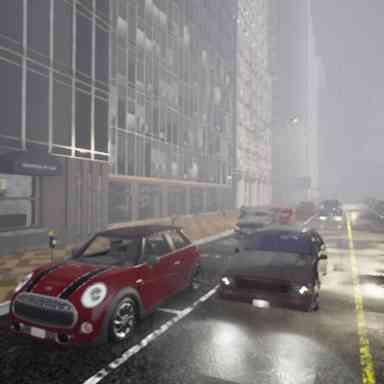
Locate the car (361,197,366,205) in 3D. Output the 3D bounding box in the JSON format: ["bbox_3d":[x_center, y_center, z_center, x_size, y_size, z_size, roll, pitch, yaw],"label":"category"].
[{"bbox_3d":[34.792,1.668,64.994,2.192,1.841,5.009,1,0,25],"label":"car"}]

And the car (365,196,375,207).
[{"bbox_3d":[30.109,1.823,54.810,1.752,1.417,4.829,1,0,25],"label":"car"}]

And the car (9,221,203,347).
[{"bbox_3d":[-1.328,1.458,6.488,1.967,1.590,4.097,1,0,25],"label":"car"}]

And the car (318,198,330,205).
[{"bbox_3d":[27.185,1.891,68.515,2.008,1.369,4.403,1,0,25],"label":"car"}]

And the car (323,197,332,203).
[{"bbox_3d":[34.314,1.978,84.023,2.008,1.369,4.403,1,0,25],"label":"car"}]

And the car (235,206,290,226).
[{"bbox_3d":[3.423,1.620,16.825,2.008,1.369,4.403,1,0,25],"label":"car"}]

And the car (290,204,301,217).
[{"bbox_3d":[5.799,1.640,21.994,1.887,1.381,4.507,1,0,25],"label":"car"}]

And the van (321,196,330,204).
[{"bbox_3d":[29.564,1.710,73.685,1.690,1.788,3.998,1,0,25],"label":"van"}]

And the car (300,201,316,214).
[{"bbox_3d":[12.928,1.719,37.501,1.887,1.381,4.507,1,0,25],"label":"car"}]

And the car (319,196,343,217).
[{"bbox_3d":[14.204,1.517,33.851,2.097,1.767,4.553,0,0,25],"label":"car"}]

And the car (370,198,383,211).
[{"bbox_3d":[25.285,1.808,44.317,1.947,1.339,4.313,1,0,25],"label":"car"}]

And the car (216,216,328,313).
[{"bbox_3d":[2.333,1.583,8.261,2.033,1.411,5.357,0,0,25],"label":"car"}]
